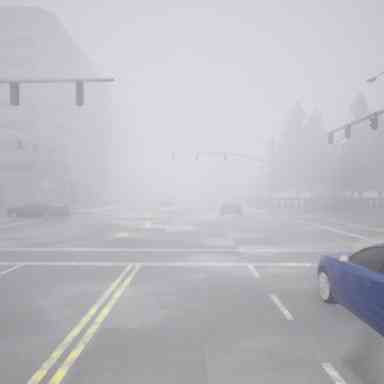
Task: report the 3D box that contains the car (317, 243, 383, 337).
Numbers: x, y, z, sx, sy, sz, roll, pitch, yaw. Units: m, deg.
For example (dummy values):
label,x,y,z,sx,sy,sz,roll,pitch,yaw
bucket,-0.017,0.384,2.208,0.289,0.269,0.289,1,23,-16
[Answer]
label,x,y,z,sx,sy,sz,roll,pitch,yaw
car,3.576,1.479,5.121,1.882,1.535,5.008,0,0,0

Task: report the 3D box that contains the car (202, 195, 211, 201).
label,x,y,z,sx,sy,sz,roll,pitch,yaw
car,3.500,1.433,82.779,1.994,1.385,4.181,0,0,0

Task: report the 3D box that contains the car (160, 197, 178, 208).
label,x,y,z,sx,sy,sz,roll,pitch,yaw
car,-3.573,1.577,49.529,1.994,1.385,4.181,0,0,0

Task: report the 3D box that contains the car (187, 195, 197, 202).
label,x,y,z,sx,sy,sz,roll,pitch,yaw
car,0.000,1.496,73.529,1.882,1.535,5.008,0,0,0

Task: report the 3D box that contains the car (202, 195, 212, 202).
label,x,y,z,sx,sy,sz,roll,pitch,yaw
car,3.500,1.494,73.786,1.882,1.535,5.008,0,0,0

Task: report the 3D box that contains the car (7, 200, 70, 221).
label,x,y,z,sx,sy,sz,roll,pitch,yaw
car,-12.147,1.430,26.311,5.008,1.535,1.882,0,-1,14

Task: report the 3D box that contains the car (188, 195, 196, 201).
label,x,y,z,sx,sy,sz,roll,pitch,yaw
car,0.000,1.405,82.779,2.128,1.511,4.902,0,0,0

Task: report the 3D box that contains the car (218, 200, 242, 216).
label,x,y,z,sx,sy,sz,roll,pitch,yaw
car,3.600,1.477,32.142,1.882,1.535,5.008,0,0,0
